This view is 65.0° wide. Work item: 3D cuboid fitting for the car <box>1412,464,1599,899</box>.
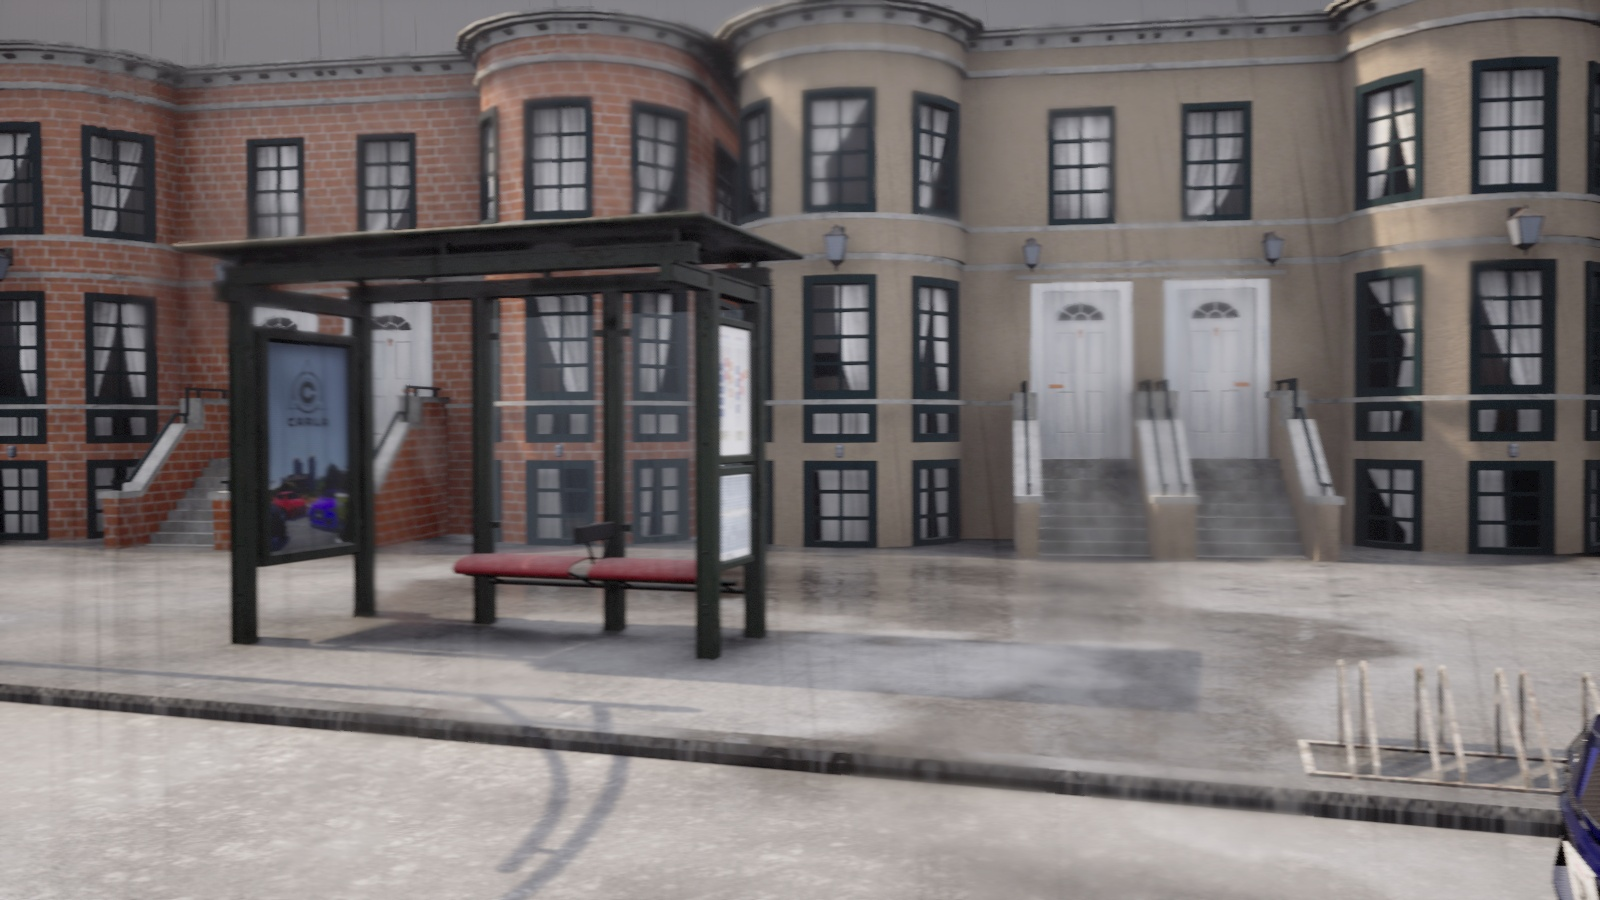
[{"bbox_3d":[3.664,0.814,2.488,4.193,1.474,1.816,1,1,19],"label":"car"}]
